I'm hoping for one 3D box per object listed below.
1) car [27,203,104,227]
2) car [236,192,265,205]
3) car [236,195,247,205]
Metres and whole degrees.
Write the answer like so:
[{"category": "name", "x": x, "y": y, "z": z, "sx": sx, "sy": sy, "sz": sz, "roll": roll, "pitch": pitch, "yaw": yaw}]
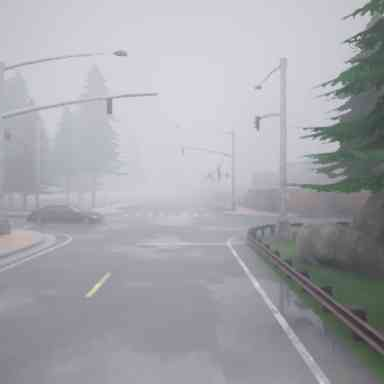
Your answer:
[{"category": "car", "x": -7.965, "y": 1.461, "z": 21.082, "sx": 4.674, "sy": 1.442, "sz": 1.812, "roll": 1, "pitch": 0, "yaw": 1}, {"category": "car", "x": 8.436, "y": 0.912, "z": 48.378, "sx": 3.866, "sy": 1.878, "sz": 1.905, "roll": 0, "pitch": 0, "yaw": -1}, {"category": "car", "x": 8.850, "y": 0.922, "z": 45.868, "sx": 4.605, "sy": 1.855, "sz": 1.932, "roll": 0, "pitch": 0, "yaw": -1}]
